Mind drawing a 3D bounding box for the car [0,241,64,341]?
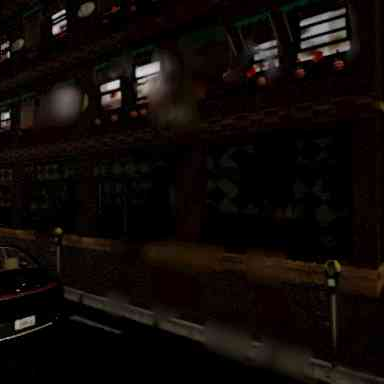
[{"bbox_3d":[-4.012,1.511,5.750,4.403,1.369,2.008,0,-1,36],"label":"car"}]
